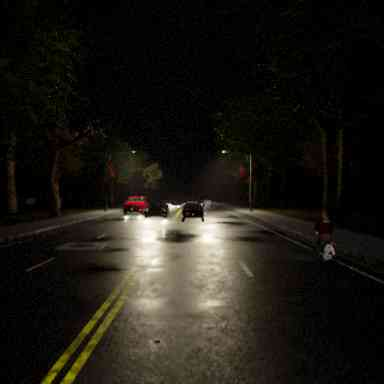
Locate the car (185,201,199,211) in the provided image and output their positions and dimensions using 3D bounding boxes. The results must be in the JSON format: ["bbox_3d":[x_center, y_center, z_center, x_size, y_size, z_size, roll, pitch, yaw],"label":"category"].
[{"bbox_3d":[0.013,2.032,48.369,1.895,1.301,4.718,0,-1,0],"label":"car"}]

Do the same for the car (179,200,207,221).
[{"bbox_3d":[0.088,1.723,30.193,1.882,1.535,5.008,0,-1,0],"label":"car"}]

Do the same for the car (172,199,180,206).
[{"bbox_3d":[-3.542,2.237,73.211,2.128,1.511,4.902,0,-1,-1],"label":"car"}]

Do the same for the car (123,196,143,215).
[{"bbox_3d":[-6.637,1.556,39.390,2.150,2.045,5.566,0,0,0],"label":"car"}]

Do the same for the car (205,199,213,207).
[{"bbox_3d":[3.123,2.162,66.525,1.812,1.442,4.674,0,-1,-1],"label":"car"}]

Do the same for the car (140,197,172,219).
[{"bbox_3d":[-3.367,1.616,32.149,2.097,1.767,4.553,0,-1,0],"label":"car"}]

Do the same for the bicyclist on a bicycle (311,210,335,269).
[{"bbox_3d":[4.144,1.450,10.632,0.659,1.776,1.843,0,0,0],"label":"bicyclist on a bicycle"}]
